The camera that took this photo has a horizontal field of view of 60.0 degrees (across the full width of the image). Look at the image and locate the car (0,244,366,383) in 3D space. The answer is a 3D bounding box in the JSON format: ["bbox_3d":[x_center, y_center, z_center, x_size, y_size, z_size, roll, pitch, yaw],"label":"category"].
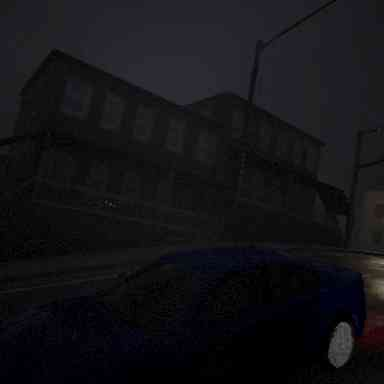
[{"bbox_3d":[0.156,1.481,4.095,5.008,1.535,1.882,0,0,-35],"label":"car"}]
